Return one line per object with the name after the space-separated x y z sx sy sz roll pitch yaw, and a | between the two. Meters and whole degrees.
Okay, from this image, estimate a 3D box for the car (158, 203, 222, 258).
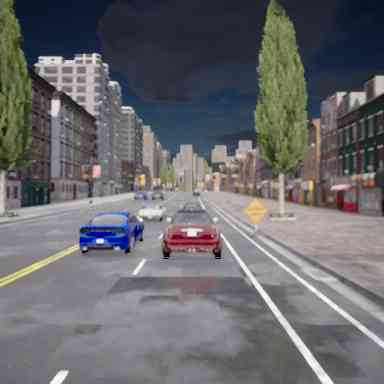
0.013 1.445 13.415 2.097 1.767 4.553 0 0 0 | car

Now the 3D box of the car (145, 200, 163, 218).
-3.250 1.673 28.227 1.895 1.301 4.718 0 0 0 | car

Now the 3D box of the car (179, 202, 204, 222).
0.006 1.635 28.498 1.994 1.385 4.181 0 0 0 | car

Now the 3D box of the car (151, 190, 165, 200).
-6.558 0.675 64.507 2.150 2.045 5.566 0 1 1 | car

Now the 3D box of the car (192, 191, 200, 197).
1.087 0.429 86.725 1.882 1.535 5.008 0 1 0 | car

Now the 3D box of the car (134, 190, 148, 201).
-9.804 0.675 64.500 2.150 2.045 5.566 0 1 0 | car

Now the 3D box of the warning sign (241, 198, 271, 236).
3.203 1.221 16.733 1.300 1.860 1.060 -1 -1 0 | warning sign

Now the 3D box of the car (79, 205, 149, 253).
-3.230 1.574 14.227 1.882 1.535 5.008 0 0 1 | car
